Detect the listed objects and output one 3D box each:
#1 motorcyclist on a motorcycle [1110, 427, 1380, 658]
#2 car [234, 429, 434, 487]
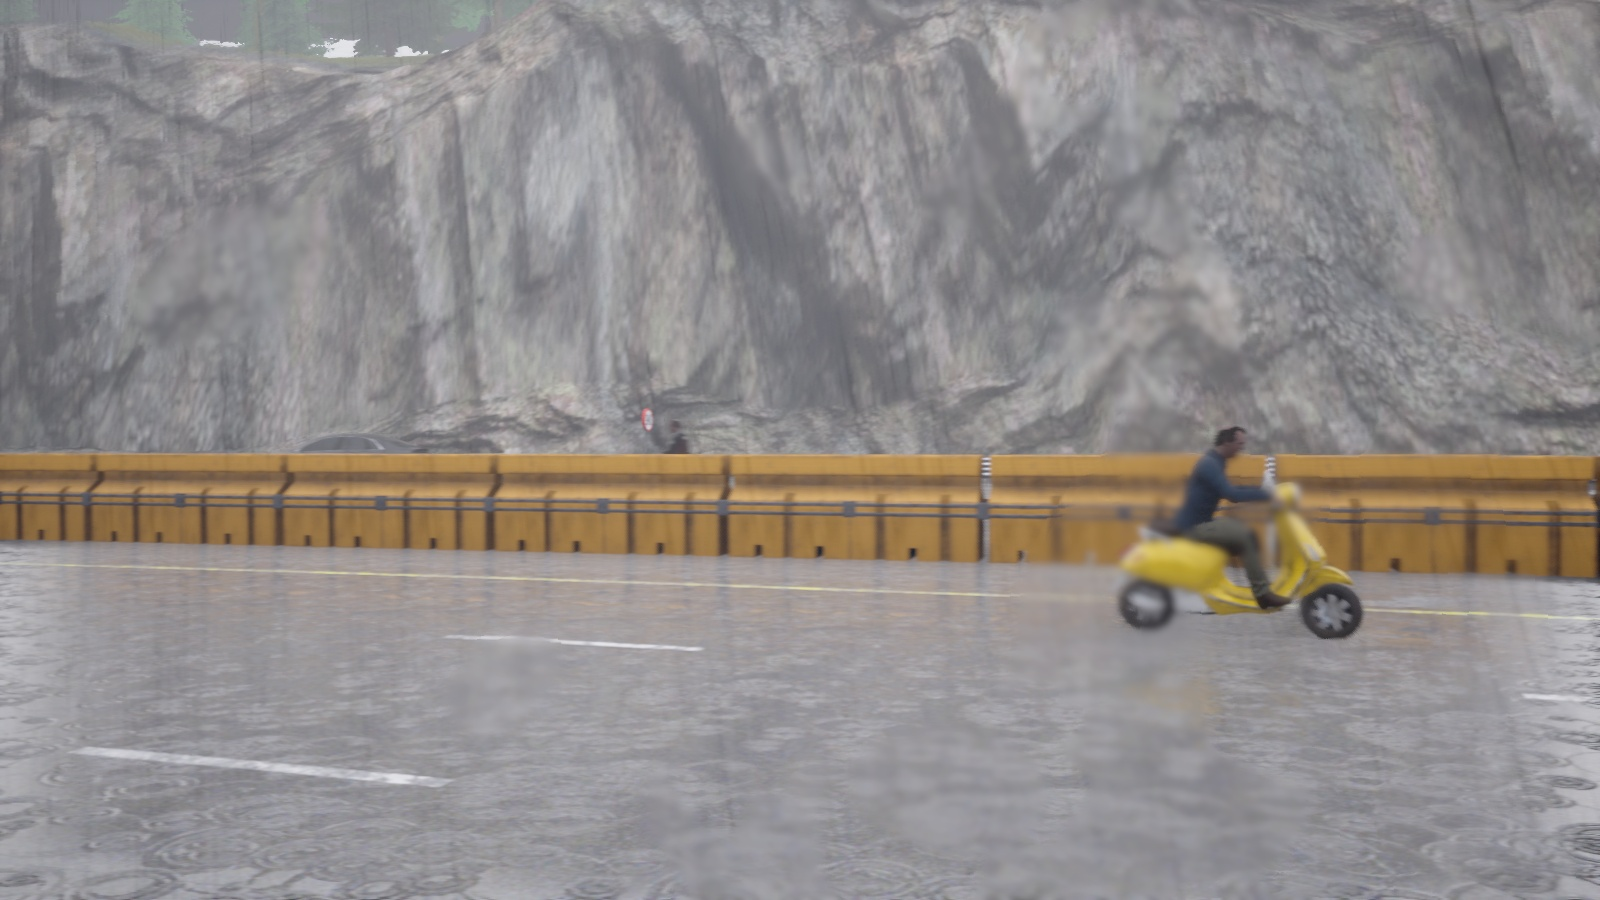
[{"bbox_3d":[3.317,0.636,9.469,1.817,1.590,0.866,1,2,19],"label":"motorcyclist on a motorcycle"},{"bbox_3d":[-12.934,0.210,35.035,4.892,1.490,1.837,1,0,4],"label":"car"}]
